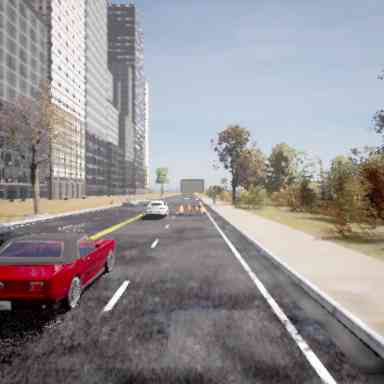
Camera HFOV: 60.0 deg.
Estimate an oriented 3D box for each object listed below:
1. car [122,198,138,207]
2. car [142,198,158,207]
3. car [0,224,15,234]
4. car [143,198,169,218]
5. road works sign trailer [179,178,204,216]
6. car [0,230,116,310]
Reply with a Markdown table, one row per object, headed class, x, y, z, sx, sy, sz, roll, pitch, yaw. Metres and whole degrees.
| class | x | y | z | sx | sy | sz | roll | pitch | yaw |
| --- | --- | --- | --- | --- | --- | --- | --- | --- | --- |
| car | -9.757 | 1.616 | 52.432 | 1.895 | 1.301 | 4.718 | 0 | 0 | 1 |
| car | -6.507 | 1.615 | 52.431 | 1.895 | 1.301 | 4.718 | 0 | 0 | 1 |
| car | -6.591 | 1.566 | 9.611 | 1.994 | 1.385 | 4.181 | 0 | 0 | 0 |
| car | -3.136 | 1.531 | 30.345 | 1.812 | 1.442 | 4.674 | 0 | 0 | 0 |
| road works sign trailer | 0.015 | 0.470 | 32.364 | 2.380 | 3.560 | 2.880 | 0 | 0 | 0 |
| car | -3.147 | 1.602 | 7.745 | 1.895 | 1.301 | 4.718 | 0 | 0 | 0 |
